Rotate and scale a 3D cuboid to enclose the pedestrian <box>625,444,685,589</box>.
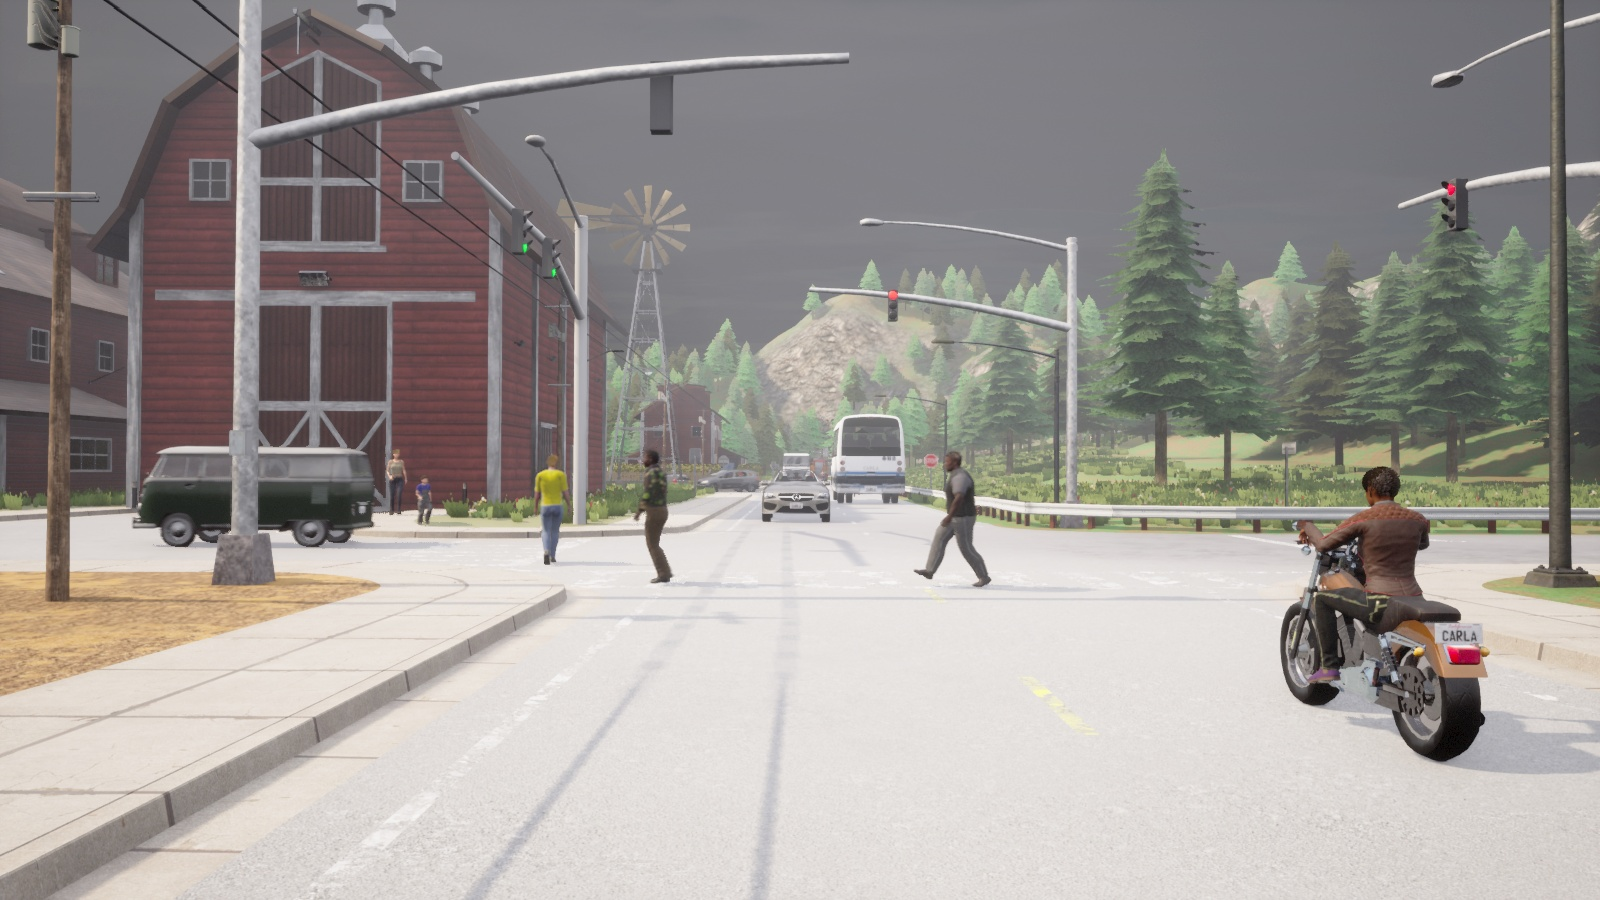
[{"bbox_3d":[-1.957,0.891,16.968,0.692,1.930,0.395,0,-1,15],"label":"pedestrian"}]

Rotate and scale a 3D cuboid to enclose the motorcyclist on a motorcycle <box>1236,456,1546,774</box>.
[{"bbox_3d":[3.478,0.880,7.705,0.766,1.649,2.350,0,-1,0],"label":"motorcyclist on a motorcycle"}]

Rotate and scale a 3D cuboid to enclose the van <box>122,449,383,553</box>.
[{"bbox_3d":[-10.853,1.005,25.132,4.442,1.987,1.775,0,-1,-1],"label":"van"}]

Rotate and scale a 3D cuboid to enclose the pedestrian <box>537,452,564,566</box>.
[{"bbox_3d":[-4.063,0.950,20.502,0.354,1.836,0.706,0,-1,-5],"label":"pedestrian"}]

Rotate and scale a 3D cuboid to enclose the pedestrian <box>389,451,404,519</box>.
[{"bbox_3d":[-11.039,0.946,34.376,0.345,1.836,0.594,0,-1,-21],"label":"pedestrian"}]

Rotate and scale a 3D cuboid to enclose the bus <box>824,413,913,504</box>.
[{"bbox_3d":[3.322,0.501,64.238,3.944,4.253,10.273,0,-1,0],"label":"bus"}]

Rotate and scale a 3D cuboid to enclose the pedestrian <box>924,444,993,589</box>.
[{"bbox_3d":[2.098,0.876,16.675,0.849,1.883,0.563,0,-1,2],"label":"pedestrian"}]

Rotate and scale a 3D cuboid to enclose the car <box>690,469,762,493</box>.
[{"bbox_3d":[-5.218,2.166,88.756,4.611,1.667,2.242,0,-1,-29],"label":"car"}]

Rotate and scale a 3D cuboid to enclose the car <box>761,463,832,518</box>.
[{"bbox_3d":[-0.109,1.268,40.278,2.152,1.651,5.027,0,-1,0],"label":"car"}]

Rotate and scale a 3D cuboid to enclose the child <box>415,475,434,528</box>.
[{"bbox_3d":[-9.101,1.236,30.439,0.270,1.263,0.437,1,-1,-40],"label":"child"}]
